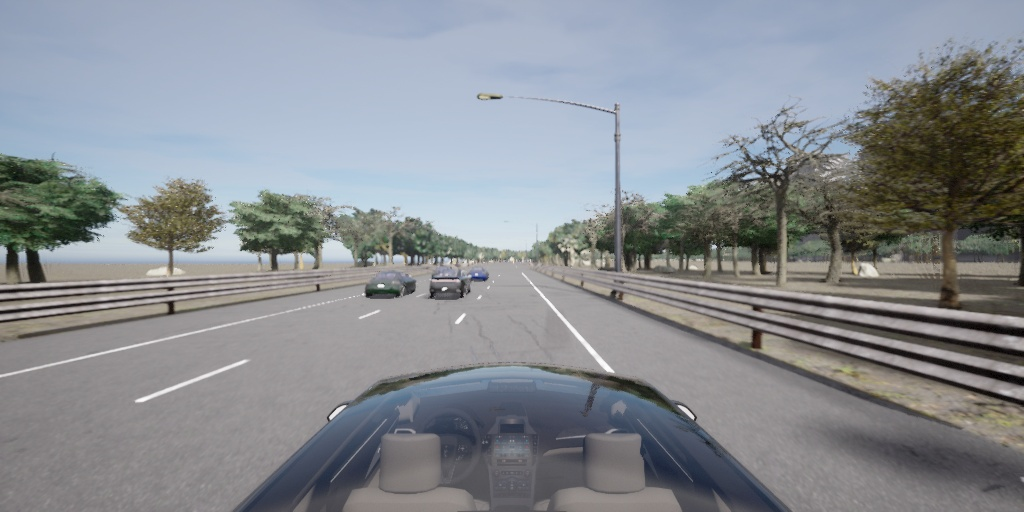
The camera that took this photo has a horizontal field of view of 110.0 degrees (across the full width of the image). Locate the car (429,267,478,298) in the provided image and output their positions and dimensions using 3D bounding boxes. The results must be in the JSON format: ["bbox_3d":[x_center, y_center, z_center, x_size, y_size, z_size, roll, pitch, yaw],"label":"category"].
[{"bbox_3d":[-3.412,1.505,20.572,2.128,1.511,4.902,0,-1,0],"label":"car"}]

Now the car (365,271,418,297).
[{"bbox_3d":[-6.912,1.582,20.919,1.994,1.385,4.181,0,-1,0],"label":"car"}]

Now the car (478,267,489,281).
[{"bbox_3d":[-3.422,1.811,36.740,1.994,1.385,4.181,0,-1,0],"label":"car"}]

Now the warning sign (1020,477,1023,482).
[{"bbox_3d":[4.550,0.874,2.374,1.300,1.860,1.060,0,0,0],"label":"warning sign"}]
